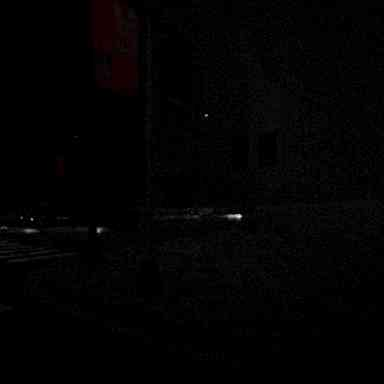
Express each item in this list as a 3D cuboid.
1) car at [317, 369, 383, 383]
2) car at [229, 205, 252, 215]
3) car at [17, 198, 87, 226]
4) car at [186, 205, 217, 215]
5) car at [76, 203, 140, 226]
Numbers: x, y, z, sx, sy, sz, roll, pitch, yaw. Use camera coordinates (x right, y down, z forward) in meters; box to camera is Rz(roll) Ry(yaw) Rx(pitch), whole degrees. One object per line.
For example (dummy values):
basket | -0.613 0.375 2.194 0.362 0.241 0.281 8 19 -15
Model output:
car | 2.516 1.551 1.172 4.403 1.369 2.008 0 0 35
car | 6.661 2.349 44.922 1.994 1.385 4.181 0 -1 36
car | -10.714 1.531 26.326 2.150 2.045 5.566 0 -1 36
car | 1.266 2.301 43.011 1.895 1.301 4.718 0 -1 36
car | -6.387 1.839 26.752 1.882 1.535 5.008 0 -1 35
